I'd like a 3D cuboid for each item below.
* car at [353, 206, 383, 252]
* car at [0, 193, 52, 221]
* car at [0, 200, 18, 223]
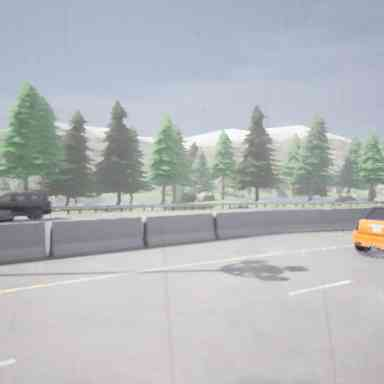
[{"bbox_3d":[7.938,1.241,11.650,4.553,1.767,2.097,0,1,-24],"label":"car"},{"bbox_3d":[-13.206,1.083,24.279,5.566,2.045,2.150,0,0,-33],"label":"car"},{"bbox_3d":[-13.664,1.443,19.850,5.357,1.411,2.033,0,0,-35],"label":"car"}]
